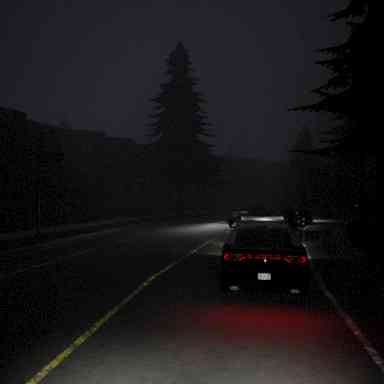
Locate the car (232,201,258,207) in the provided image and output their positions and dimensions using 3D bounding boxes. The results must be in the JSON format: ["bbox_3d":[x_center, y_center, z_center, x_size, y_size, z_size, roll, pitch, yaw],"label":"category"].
[{"bbox_3d":[4.480,1.487,26.644,2.128,1.511,4.902,0,0,33],"label":"car"}]

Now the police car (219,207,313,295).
[{"bbox_3d":[1.883,1.424,8.951,1.930,1.638,5.238,0,0,11],"label":"police car"}]

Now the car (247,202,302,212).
[{"bbox_3d":[4.574,1.475,17.856,1.882,1.535,5.008,0,0,23],"label":"car"}]

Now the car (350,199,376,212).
[{"bbox_3d":[20.243,1.558,38.666,4.181,1.385,1.994,0,0,-34],"label":"car"}]

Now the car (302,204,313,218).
[{"bbox_3d":[7.061,1.502,22.934,1.837,1.490,4.892,0,0,30],"label":"car"}]
